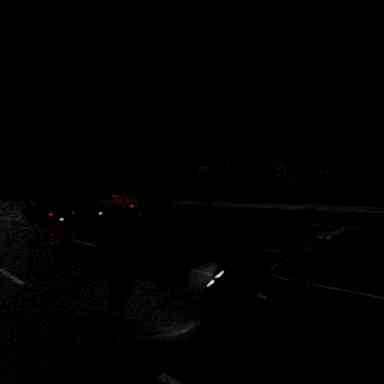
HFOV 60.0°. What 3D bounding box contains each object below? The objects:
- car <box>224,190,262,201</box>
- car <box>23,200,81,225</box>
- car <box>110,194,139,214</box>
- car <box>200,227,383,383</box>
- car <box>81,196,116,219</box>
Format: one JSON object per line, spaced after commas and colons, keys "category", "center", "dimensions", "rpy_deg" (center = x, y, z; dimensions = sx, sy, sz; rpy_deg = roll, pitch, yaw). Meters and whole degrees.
{"category": "car", "center": [6.670, 0.466, 43.486], "dimensions": [4.718, 1.301, 1.895], "rpy_deg": [-2, 1, -16]}
{"category": "car", "center": [-9.192, 1.310, 21.221], "dimensions": [1.895, 1.301, 4.718], "rpy_deg": [-2, 2, -43]}
{"category": "car", "center": [-6.561, 0.962, 28.664], "dimensions": [1.882, 1.535, 5.008], "rpy_deg": [-2, 2, -43]}
{"category": "car", "center": [2.179, 1.207, 3.844], "dimensions": [2.097, 1.767, 4.553], "rpy_deg": [-2, 2, -43]}
{"category": "car", "center": [-7.964, 1.197, 25.038], "dimensions": [1.895, 1.301, 4.718], "rpy_deg": [-2, 2, -43]}
